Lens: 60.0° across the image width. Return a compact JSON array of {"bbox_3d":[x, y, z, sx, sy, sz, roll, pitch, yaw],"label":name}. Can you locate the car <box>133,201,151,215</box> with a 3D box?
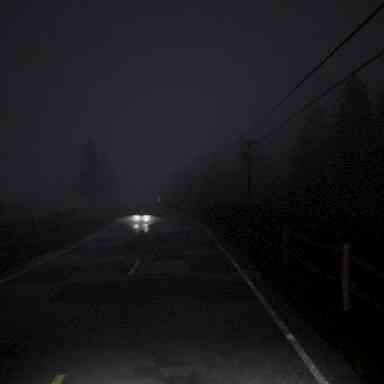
[{"bbox_3d":[-5.787,1.850,38.672,2.128,1.511,4.902,0,-1,-7],"label":"car"}]

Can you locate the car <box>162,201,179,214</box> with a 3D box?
[{"bbox_3d":[-2.595,1.861,40.354,2.128,1.511,4.902,0,-1,-7],"label":"car"}]
